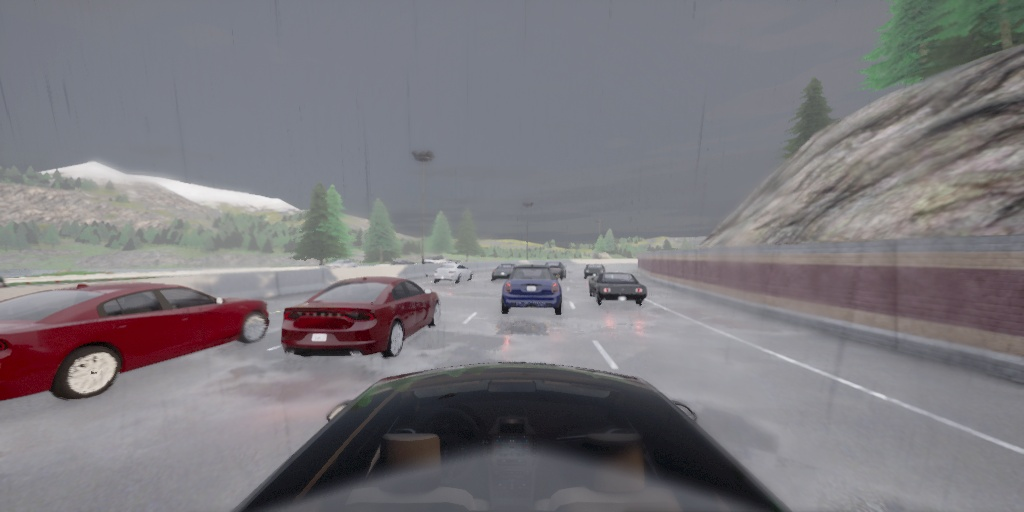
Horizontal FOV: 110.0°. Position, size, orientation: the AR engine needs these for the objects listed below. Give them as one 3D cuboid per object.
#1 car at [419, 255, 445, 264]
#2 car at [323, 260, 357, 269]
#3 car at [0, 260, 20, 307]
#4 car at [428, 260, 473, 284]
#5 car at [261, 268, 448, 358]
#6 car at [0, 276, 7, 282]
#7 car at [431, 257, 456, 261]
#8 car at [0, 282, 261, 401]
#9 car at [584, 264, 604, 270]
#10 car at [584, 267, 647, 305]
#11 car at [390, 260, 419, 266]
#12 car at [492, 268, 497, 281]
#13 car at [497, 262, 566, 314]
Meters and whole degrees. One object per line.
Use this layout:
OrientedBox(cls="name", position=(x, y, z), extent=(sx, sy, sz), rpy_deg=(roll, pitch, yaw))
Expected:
OrientedBox(cls="car", position=(-11.784, 0.930, 53.577), extent=(2.150, 2.045, 5.566), rpy_deg=(0, 0, 20))
OrientedBox(cls="car", position=(-21.709, 1.205, 45.551), extent=(1.812, 1.442, 4.674), rpy_deg=(0, 0, 16))
OrientedBox(cls="car", position=(-20.587, 1.038, 11.925), extent=(2.097, 1.767, 4.553), rpy_deg=(0, 0, 4))
OrientedBox(cls="car", position=(-4.379, 1.260, 26.967), extent=(1.812, 1.442, 4.674), rpy_deg=(0, 0, 11))
OrientedBox(cls="car", position=(-3.109, 1.217, 8.492), extent=(1.882, 1.535, 5.008), rpy_deg=(0, 0, 3))
OrientedBox(cls="car", position=(-17.264, 1.222, 9.666), extent=(1.812, 1.442, 4.674), rpy_deg=(0, 0, 4))
OrientedBox(cls="car", position=(-8.936, 1.209, 51.162), extent=(2.128, 1.511, 4.902), rpy_deg=(0, 0, 20))
OrientedBox(cls="car", position=(-6.717, 1.207, 6.455), extent=(1.882, 1.535, 5.008), rpy_deg=(0, 0, 2))
OrientedBox(cls="car", position=(7.782, 1.372, 33.475), extent=(1.895, 1.301, 4.718), rpy_deg=(0, 0, 14))
OrientedBox(cls="car", position=(4.540, 1.363, 16.120), extent=(1.895, 1.301, 4.718), rpy_deg=(0, 0, 7))
OrientedBox(cls="car", position=(-15.943, 1.260, 52.281), extent=(1.994, 1.385, 4.181), rpy_deg=(0, 0, 19))
OrientedBox(cls="car", position=(-0.304, 1.310, 29.494), extent=(1.994, 1.385, 4.181), rpy_deg=(0, 0, 12))
OrientedBox(cls="car", position=(0.831, 1.104, 14.049), extent=(2.097, 1.767, 4.553), rpy_deg=(0, 0, 5))
